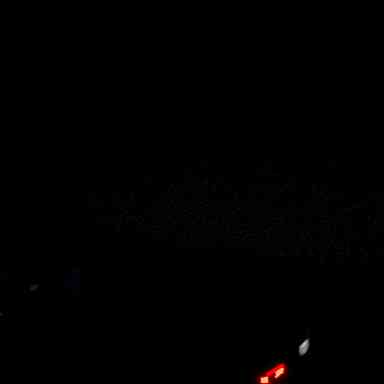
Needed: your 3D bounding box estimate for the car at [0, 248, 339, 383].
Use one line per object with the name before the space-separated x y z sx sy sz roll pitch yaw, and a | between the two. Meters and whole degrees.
car | -0.862 1.567 4.815 5.357 1.411 2.033 0 0 38
